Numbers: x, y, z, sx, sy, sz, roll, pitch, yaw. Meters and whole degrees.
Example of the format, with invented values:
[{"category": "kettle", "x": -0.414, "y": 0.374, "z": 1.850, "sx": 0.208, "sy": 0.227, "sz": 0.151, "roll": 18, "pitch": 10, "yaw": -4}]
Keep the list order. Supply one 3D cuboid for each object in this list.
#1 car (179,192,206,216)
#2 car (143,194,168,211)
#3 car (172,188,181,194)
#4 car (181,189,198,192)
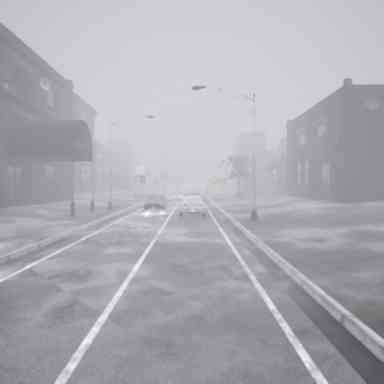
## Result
[{"category": "car", "x": 0.031, "y": 0.972, "z": 24.822, "sx": 1.812, "sy": 1.442, "sz": 4.674, "roll": 0, "pitch": 1, "yaw": 0}, {"category": "car", "x": -3.178, "y": 0.864, "z": 30.016, "sx": 2.033, "sy": 1.411, "sz": 5.357, "roll": 0, "pitch": 2, "yaw": 0}, {"category": "car", "x": -3.202, "y": -0.231, "z": 72.443, "sx": 2.128, "sy": 1.511, "sz": 4.902, "roll": 0, "pitch": 1, "yaw": 0}, {"category": "car", "x": -0.020, "y": 0.479, "z": 42.923, "sx": 2.163, "sy": 1.488, "sz": 4.792, "roll": 0, "pitch": 2, "yaw": 0}]
